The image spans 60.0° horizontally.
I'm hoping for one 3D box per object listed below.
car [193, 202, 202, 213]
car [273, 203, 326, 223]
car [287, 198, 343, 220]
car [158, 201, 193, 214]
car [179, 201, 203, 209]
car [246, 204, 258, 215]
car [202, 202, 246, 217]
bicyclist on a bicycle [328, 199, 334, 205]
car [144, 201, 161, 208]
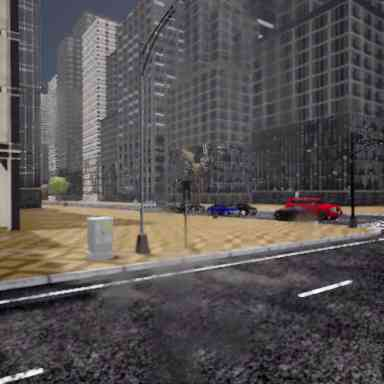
[{"bbox_3d":[0.050,2.201,48.754,1.837,1.490,4.892,0,-1,-35],"label":"car"},{"bbox_3d":[9.338,1.953,29.935,1.994,1.385,4.181,0,-1,-35],"label":"car"},{"bbox_3d":[11.673,1.600,32.261,2.150,2.045,5.566,0,-1,-35],"label":"car"},{"bbox_3d":[-2.374,2.310,46.550,1.895,1.301,4.718,0,-1,-35],"label":"car"},{"bbox_3d":[-0.194,2.412,60.524,1.895,1.301,4.718,0,-1,-35],"label":"car"},{"bbox_3d":[5.893,2.041,40.459,1.837,1.490,4.892,0,-1,-35],"label":"car"},{"bbox_3d":[3.538,2.073,38.155,1.812,1.442,4.674,0,-1,-35],"label":"car"},{"bbox_3d":[17.730,1.691,42.499,1.656,1.620,0.582,-1,0,-35],"label":"bicyclist on a bicycle"},{"bbox_3d":[-8.599,2.513,66.795,1.812,1.442,4.674,0,-1,-35],"label":"car"}]
